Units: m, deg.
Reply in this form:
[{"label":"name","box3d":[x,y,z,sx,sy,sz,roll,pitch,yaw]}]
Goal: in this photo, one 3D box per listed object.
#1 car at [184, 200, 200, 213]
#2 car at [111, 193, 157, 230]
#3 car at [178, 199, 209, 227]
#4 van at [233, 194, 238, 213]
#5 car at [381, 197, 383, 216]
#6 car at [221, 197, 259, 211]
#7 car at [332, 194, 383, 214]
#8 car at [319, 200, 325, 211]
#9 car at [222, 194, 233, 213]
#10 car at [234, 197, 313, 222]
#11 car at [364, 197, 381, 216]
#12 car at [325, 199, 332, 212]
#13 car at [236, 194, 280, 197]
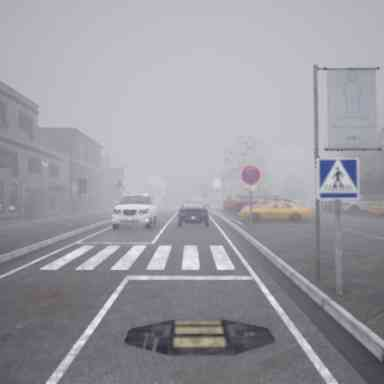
[{"label":"car","box3d":[0.021,1.687,40.243,1.837,1.490,4.892,0,-1,0]},{"label":"car","box3d":[-3.381,1.088,20.476,2.150,2.045,5.566,0,-1,-1]},{"label":"car","box3d":[0.075,1.367,21.993,1.882,1.535,5.008,0,0,0]},{"label":"van","box3d":[6.347,1.223,30.592,4.442,1.987,1.878,0,-1,0]},{"label":"car","box3d":[18.714,1.403,26.878,5.366,1.575,1.946,0,-1,0]},{"label":"car","box3d":[6.131,1.550,42.732,4.553,1.767,2.185,0,-1,-1]},{"label":"car","box3d":[18.434,1.268,35.258,5.566,2.045,2.435,0,-1,-1]},{"label":"car","box3d":[18.366,1.382,40.719,5.566,2.045,2.435,0,-1,-1]},{"label":"car","box3d":[6.203,1.296,36.783,5.566,2.045,2.435,0,-1,-1]},{"label":"car","box3d":[6.093,1.382,24.632,5.366,1.575,1.946,0,0,0]},{"label":"car","box3d":[18.693,1.432,29.539,5.366,1.575,1.946,0,-1,0]},{"label":"car","box3d":[18.421,1.577,38.045,4.892,1.521,2.231,0,-1,-1]},{"label":"car","box3d":[6.286,1.285,27.553,4.553,1.767,2.185,0,0,0]}]
